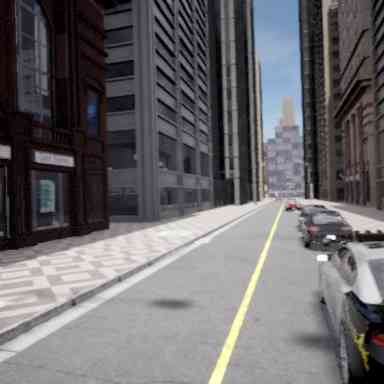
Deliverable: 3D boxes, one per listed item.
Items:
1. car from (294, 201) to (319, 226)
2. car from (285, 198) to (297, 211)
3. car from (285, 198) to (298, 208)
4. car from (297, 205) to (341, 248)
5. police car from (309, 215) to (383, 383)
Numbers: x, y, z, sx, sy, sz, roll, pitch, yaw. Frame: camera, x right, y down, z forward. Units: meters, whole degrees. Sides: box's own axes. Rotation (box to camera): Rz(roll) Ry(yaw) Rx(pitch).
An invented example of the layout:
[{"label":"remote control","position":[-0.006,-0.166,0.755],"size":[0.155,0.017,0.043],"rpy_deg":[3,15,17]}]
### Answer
[{"label":"car","position":[7.413,1.516,20.295],"size":[1.837,1.490,4.892],"rpy_deg":[-2,-1,16]},{"label":"car","position":[12.717,1.718,41.923],"size":[1.895,1.301,4.718],"rpy_deg":[-2,-1,16]},{"label":"car","position":[16.127,1.738,53.976],"size":[1.994,1.385,4.181],"rpy_deg":[-2,-1,16]},{"label":"car","position":[5.763,1.518,14.526],"size":[1.812,1.442,4.674],"rpy_deg":[-2,-1,16]},{"label":"police car","position":[3.037,1.391,5.019],"size":[1.930,1.638,5.238],"rpy_deg":[-2,-1,16]}]
